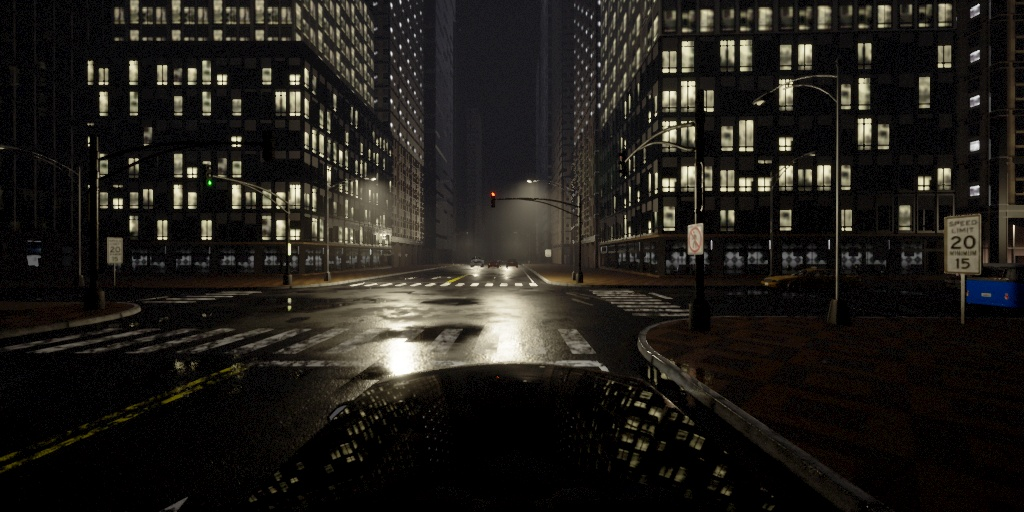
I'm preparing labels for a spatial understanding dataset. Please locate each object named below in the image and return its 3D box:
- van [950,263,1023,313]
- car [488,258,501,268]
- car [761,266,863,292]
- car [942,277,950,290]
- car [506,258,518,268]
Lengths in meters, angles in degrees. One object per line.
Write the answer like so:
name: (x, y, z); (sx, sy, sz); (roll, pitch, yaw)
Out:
van: (18.360, 1.119, 12.413); (3.998, 1.789, 1.690); (0, 0, 2)
car: (-3.237, 1.460, 63.203); (1.895, 1.301, 4.718); (0, 0, 0)
car: (17.091, 1.293, 20.585); (4.829, 1.417, 1.751); (0, 0, 2)
car: (26.926, 1.356, 20.099); (4.207, 1.307, 1.802); (0, 0, 2)
car: (0.013, 1.212, 63.559); (2.097, 1.767, 4.553); (0, 0, 0)
